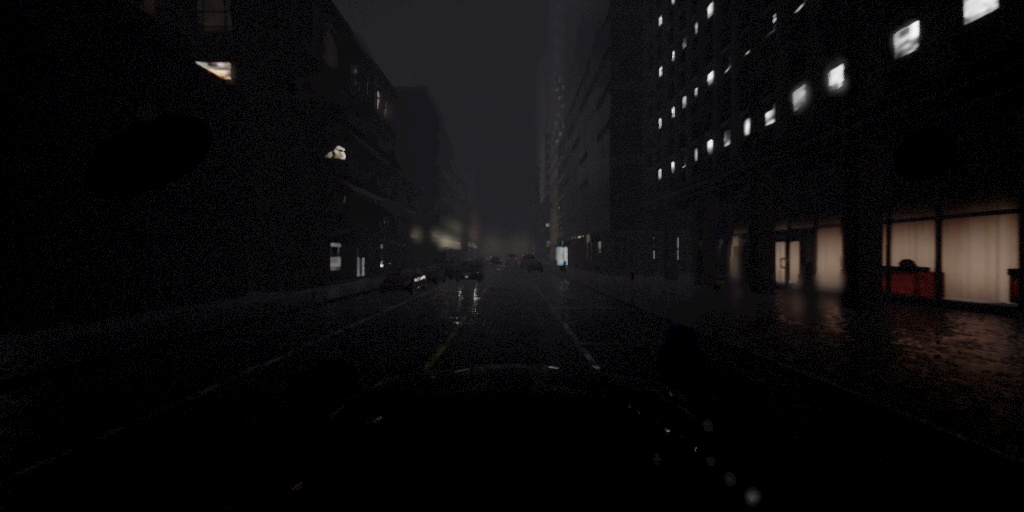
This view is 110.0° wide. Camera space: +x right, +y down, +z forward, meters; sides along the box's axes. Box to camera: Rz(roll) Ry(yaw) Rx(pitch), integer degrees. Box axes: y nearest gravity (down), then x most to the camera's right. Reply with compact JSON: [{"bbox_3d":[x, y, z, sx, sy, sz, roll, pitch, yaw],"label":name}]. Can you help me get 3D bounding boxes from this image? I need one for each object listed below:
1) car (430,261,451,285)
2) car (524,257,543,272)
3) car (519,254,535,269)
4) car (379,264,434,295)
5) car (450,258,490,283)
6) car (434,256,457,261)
[{"bbox_3d":[-5.689,1.241,24.909,1.802,1.307,4.207,0,0,0],"label":"car"},{"bbox_3d":[2.693,1.122,42.024,1.751,1.417,4.829,0,0,0],"label":"car"},{"bbox_3d":[2.397,0.787,52.687,2.150,2.045,5.566,0,0,0],"label":"car"},{"bbox_3d":[-5.690,1.262,19.260,1.802,1.307,4.207,0,0,0],"label":"car"},{"bbox_3d":[-3.096,1.143,26.948,2.128,1.511,4.902,0,0,0],"label":"car"},{"bbox_3d":[-5.689,0.954,30.557,2.192,1.841,5.009,0,0,0],"label":"car"}]
